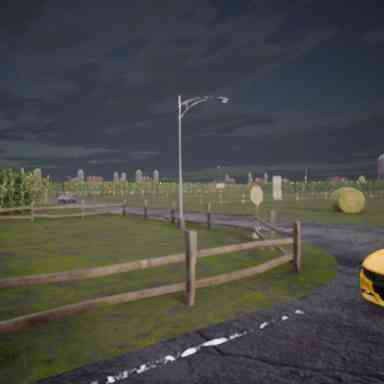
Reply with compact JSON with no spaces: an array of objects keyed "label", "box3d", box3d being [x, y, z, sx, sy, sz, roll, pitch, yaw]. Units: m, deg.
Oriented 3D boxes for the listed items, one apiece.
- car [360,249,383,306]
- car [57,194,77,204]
[{"label":"car","box3d":[5.401,1.373,6.801,5.008,1.535,1.882,-1,1,-35]},{"label":"car","box3d":[-18.772,1.042,49.949,1.994,1.385,4.181,-2,1,-36]}]
